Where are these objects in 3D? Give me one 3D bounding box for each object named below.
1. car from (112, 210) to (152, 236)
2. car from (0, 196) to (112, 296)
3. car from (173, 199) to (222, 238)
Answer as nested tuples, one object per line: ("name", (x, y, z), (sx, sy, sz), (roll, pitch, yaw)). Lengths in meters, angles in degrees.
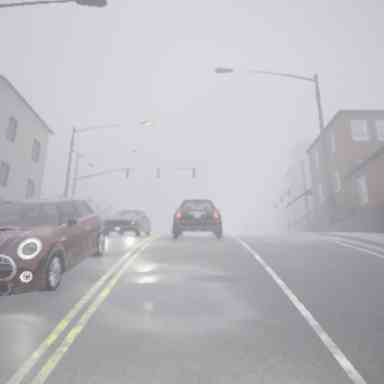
("car", (-3.357, 1.663, 18.086), (2.033, 1.411, 5.357), (0, -7, 2))
("car", (-3.536, 0.930, 7.577), (2.097, 1.767, 4.553), (0, 1, 1))
("car", (0.259, 1.205, 15.862), (2.097, 1.767, 4.553), (0, -5, 1))
